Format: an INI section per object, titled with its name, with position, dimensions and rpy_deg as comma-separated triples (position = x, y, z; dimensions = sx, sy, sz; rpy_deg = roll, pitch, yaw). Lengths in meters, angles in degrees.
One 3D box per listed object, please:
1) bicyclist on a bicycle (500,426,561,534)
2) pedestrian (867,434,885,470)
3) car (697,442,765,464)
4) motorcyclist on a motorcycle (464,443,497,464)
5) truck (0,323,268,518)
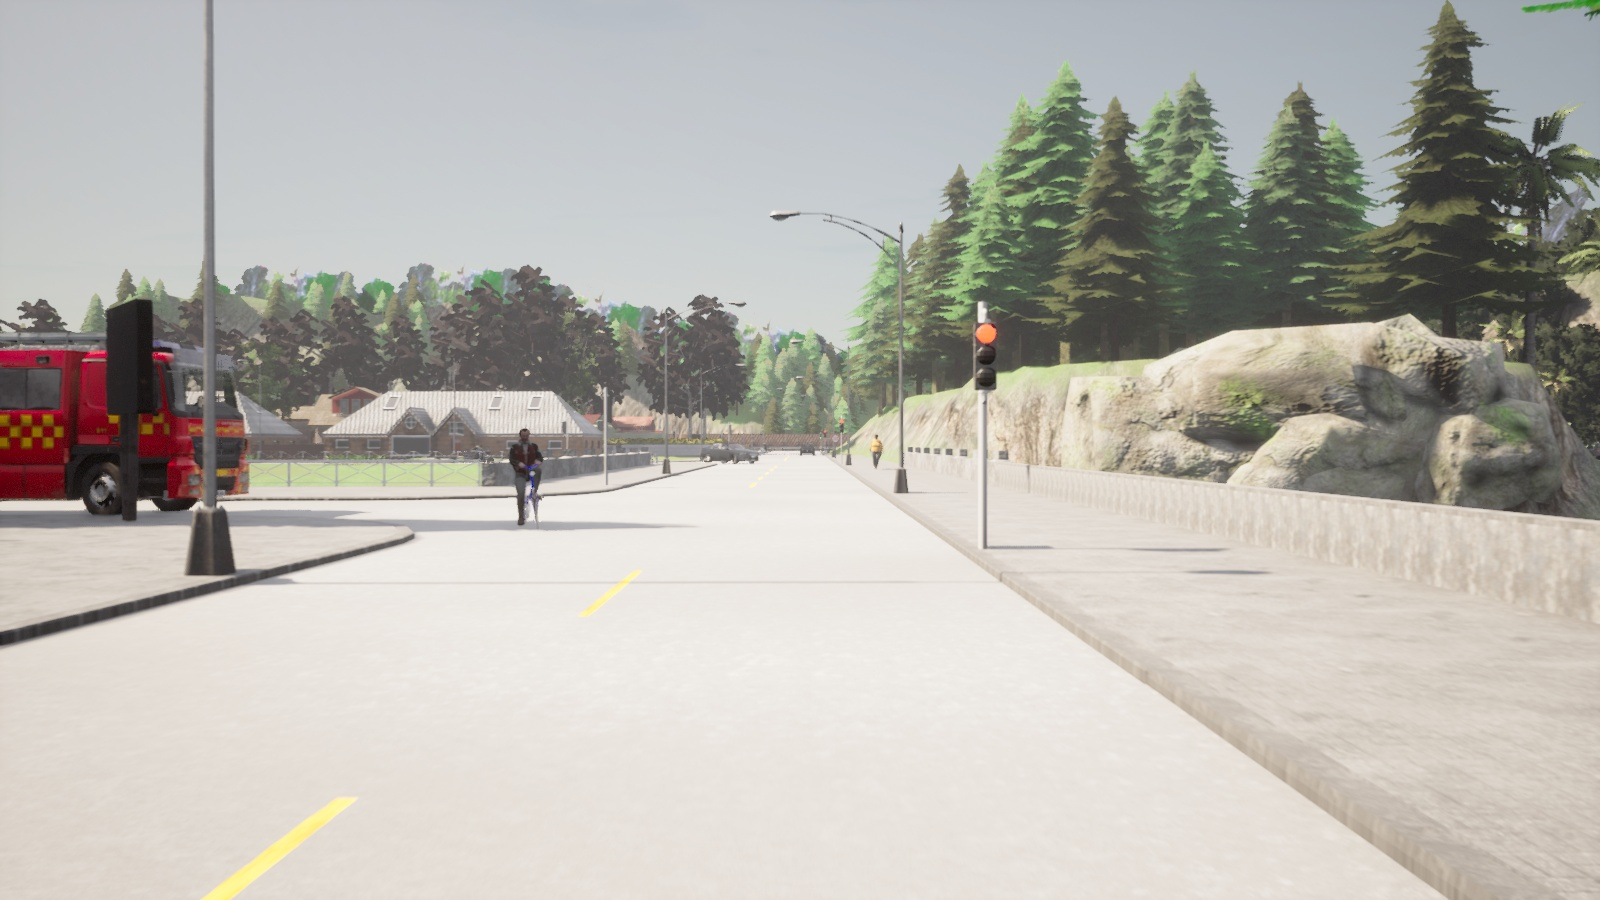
[bicyclist on a bicycle]
position = -4.676, 0.489, 21.742
dimensions = 0.659, 1.776, 1.843
rpy_deg = -2, 1, -22
[pedestrian]
position = 3.921, 0.095, 64.656
dimensions = 0.874, 1.855, 0.900
rpy_deg = 0, 0, 0
[car]
position = -4.899, 0.198, 88.801
dimensions = 2.128, 1.511, 4.902
rpy_deg = 0, 0, -45
[motorcyclist on a motorcycle]
position = -23.422, 0.244, 92.038
dimensions = 2.191, 1.530, 0.866
rpy_deg = 0, 0, 0
[truck]
position = -15.930, -0.579, 26.219
dimensions = 8.468, 3.827, 2.891
rpy_deg = 0, 0, 3
